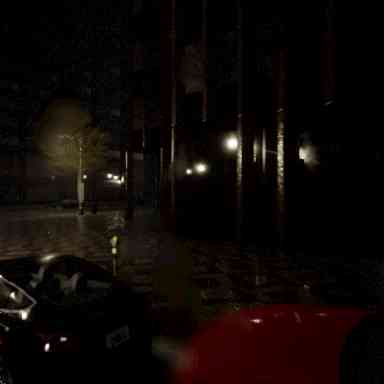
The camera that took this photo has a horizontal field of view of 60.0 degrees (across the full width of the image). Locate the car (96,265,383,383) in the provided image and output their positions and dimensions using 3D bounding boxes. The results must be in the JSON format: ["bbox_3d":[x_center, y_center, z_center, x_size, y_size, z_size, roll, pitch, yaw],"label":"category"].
[{"bbox_3d":[2.116,1.313,1.455,5.009,1.841,2.192,0,0,35],"label":"car"}]

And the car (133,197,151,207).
[{"bbox_3d":[-8.457,1.513,53.026,1.812,1.442,4.674,0,0,36],"label":"car"}]

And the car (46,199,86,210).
[{"bbox_3d":[-16.035,1.615,42.379,1.895,1.301,4.718,0,0,35],"label":"car"}]

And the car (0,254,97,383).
[{"bbox_3d":[-2.472,1.575,4.728,4.313,1.339,1.947,0,0,35],"label":"car"}]
